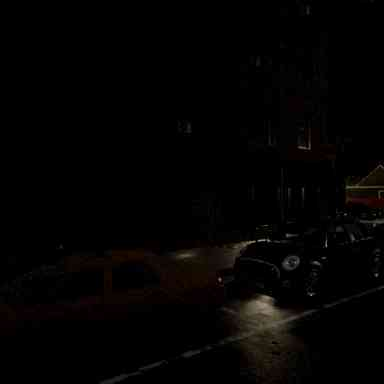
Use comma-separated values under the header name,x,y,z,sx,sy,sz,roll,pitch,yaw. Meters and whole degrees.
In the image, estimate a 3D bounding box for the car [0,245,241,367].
name,x,y,z,sx,sy,sz,roll,pitch,yaw
car,-1.680,1.525,4.987,4.829,1.417,1.752,0,0,-36

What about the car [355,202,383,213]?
name,x,y,z,sx,sy,sz,roll,pitch,yaw
car,14.374,1.595,29.818,1.837,1.490,4.892,0,0,-36

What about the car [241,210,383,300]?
name,x,y,z,sx,sy,sz,roll,pitch,yaw
car,2.946,1.440,8.299,4.097,1.590,1.967,0,0,-36

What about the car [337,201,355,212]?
name,x,y,z,sx,sy,sz,roll,pitch,yaw
car,11.066,1.603,28.877,1.837,1.490,4.892,0,0,-33
